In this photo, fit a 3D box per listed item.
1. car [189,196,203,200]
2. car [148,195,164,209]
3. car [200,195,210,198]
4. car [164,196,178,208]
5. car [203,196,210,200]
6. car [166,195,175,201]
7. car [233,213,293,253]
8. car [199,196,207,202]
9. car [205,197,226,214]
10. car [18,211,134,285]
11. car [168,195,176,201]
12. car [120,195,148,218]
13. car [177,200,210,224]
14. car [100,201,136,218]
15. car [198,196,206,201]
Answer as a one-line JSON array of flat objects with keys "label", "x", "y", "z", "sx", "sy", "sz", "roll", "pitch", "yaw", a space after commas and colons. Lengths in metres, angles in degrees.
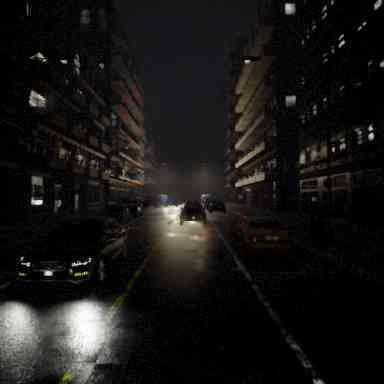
[{"label": "car", "x": 0.092, "y": 1.639, "z": 45.559, "sx": 1.895, "sy": 1.301, "sz": 4.718, "roll": 0, "pitch": 0, "yaw": 0}, {"label": "car", "x": -5.679, "y": 1.355, "z": 47.438, "sx": 2.192, "sy": 1.841, "sz": 5.009, "roll": 1, "pitch": 0, "yaw": 0}, {"label": "car", "x": 2.697, "y": 1.486, "z": 53.184, "sx": 1.967, "sy": 1.590, "sz": 4.097, "roll": 1, "pitch": 0, "yaw": 0}, {"label": "car", "x": -3.089, "y": 1.643, "z": 50.051, "sx": 1.895, "sy": 1.301, "sz": 4.718, "roll": 0, "pitch": 0, "yaw": 0}, {"label": "car", "x": 2.697, "y": 1.560, "z": 41.985, "sx": 1.752, "sy": 1.417, "sz": 4.829, "roll": 1, "pitch": 0, "yaw": 0}, {"label": "car", "x": -5.656, "y": 1.525, "z": 87.230, "sx": 1.967, "sy": 1.590, "sz": 4.097, "roll": 1, "pitch": 0, "yaw": 0}, {"label": "car", "x": 2.703, "y": 1.535, "z": 13.561, "sx": 1.752, "sy": 1.417, "sz": 4.829, "roll": 1, "pitch": 0, "yaw": 0}, {"label": "car", "x": 2.689, "y": 1.660, "z": 81.607, "sx": 1.802, "sy": 1.307, "sz": 4.206, "roll": 1, "pitch": 0, "yaw": 0}, {"label": "car", "x": 2.698, "y": 1.595, "z": 36.130, "sx": 1.947, "sy": 1.339, "sz": 4.313, "roll": 1, "pitch": 0, "yaw": 0}, {"label": "car", "x": -3.101, "y": 1.511, "z": 9.613, "sx": 1.837, "sy": 1.490, "sz": 4.892, "roll": 0, "pitch": 0, "yaw": 0}, {"label": "car", "x": -5.660, "y": 1.658, "z": 92.915, "sx": 1.947, "sy": 1.339, "sz": 4.313, "roll": 1, "pitch": 0, "yaw": 0}, {"label": "car", "x": -5.676, "y": 1.339, "z": 30.384, "sx": 2.192, "sy": 1.841, "sz": 5.009, "roll": 1, "pitch": 0, "yaw": 0}, {"label": "car", "x": 0.096, "y": 1.544, "z": 24.549, "sx": 1.812, "sy": 1.442, "sz": 4.674, "roll": 0, "pitch": 0, "yaw": 0}, {"label": "car", "x": -5.681, "y": 1.585, "z": 24.700, "sx": 1.947, "sy": 1.339, "sz": 4.313, "roll": 1, "pitch": 0, "yaw": 0}, {"label": "car", "x": 2.688, "y": 1.651, "z": 87.292, "sx": 1.947, "sy": 1.339, "sz": 4.313, "roll": 1, "pitch": 0, "yaw": 0}]
